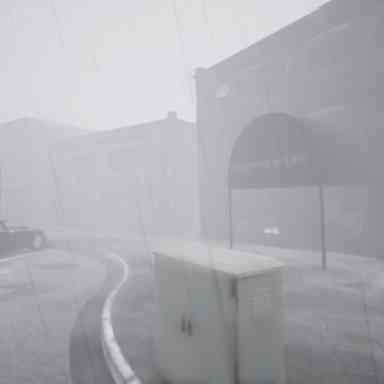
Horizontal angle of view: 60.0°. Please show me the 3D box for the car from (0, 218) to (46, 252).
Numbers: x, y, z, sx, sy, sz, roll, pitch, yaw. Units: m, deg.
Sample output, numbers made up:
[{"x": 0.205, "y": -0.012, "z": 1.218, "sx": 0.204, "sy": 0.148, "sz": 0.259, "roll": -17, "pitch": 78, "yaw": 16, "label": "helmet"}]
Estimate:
[{"x": -8.100, "y": 1.808, "z": 13.600, "sx": 2.231, "sy": 1.521, "sz": 4.892, "roll": -1, "pitch": -1, "yaw": 13, "label": "car"}]
